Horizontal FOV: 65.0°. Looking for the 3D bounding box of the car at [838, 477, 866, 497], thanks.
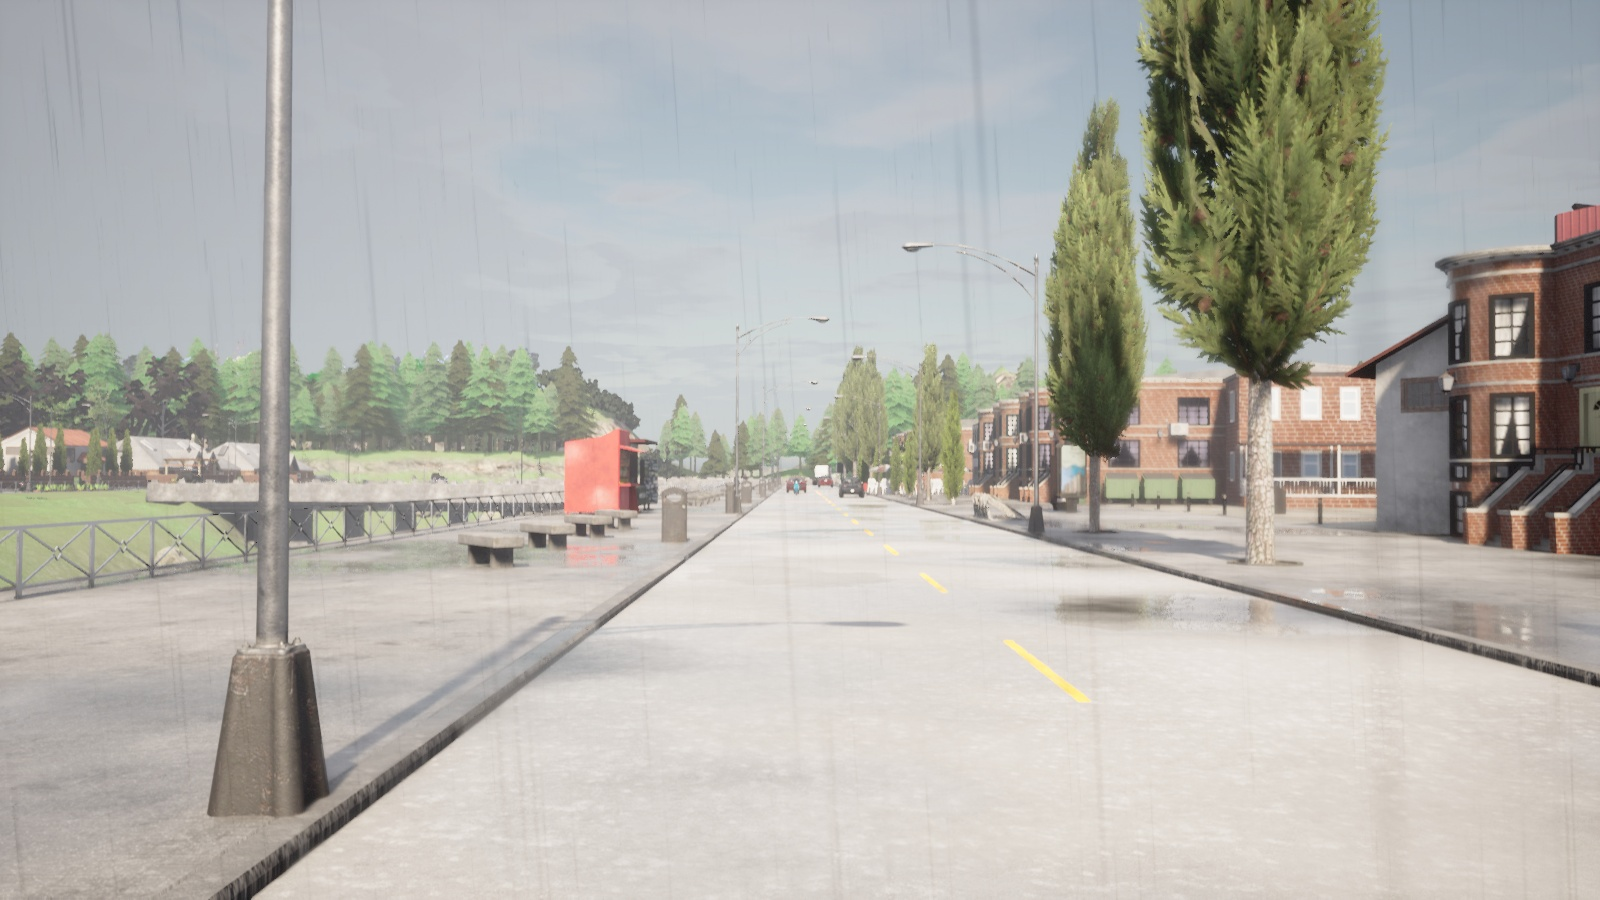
[{"bbox_3d":[3.761,2.693,91.757,1.816,1.474,4.193,0,-1,0],"label":"car"}]
